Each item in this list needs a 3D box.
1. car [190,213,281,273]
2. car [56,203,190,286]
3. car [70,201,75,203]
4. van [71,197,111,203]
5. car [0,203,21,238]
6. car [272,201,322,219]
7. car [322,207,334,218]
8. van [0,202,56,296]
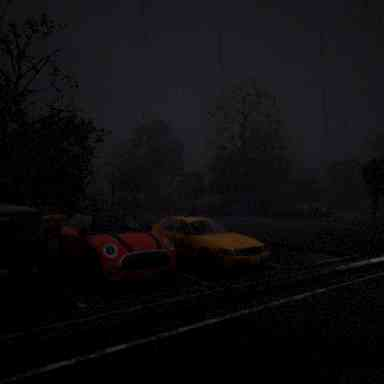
[{"bbox_3d":[0.161,1.499,11.194,1.946,1.575,5.366,1,0,-36],"label":"car"},{"bbox_3d":[-2.332,1.355,9.664,2.185,1.767,4.553,1,0,-36],"label":"car"},{"bbox_3d":[-8.968,1.485,20.193,1.946,1.575,5.366,1,0,-36],"label":"car"},{"bbox_3d":[-6.523,1.282,21.582,1.878,1.987,4.442,1,0,-36],"label":"van"},{"bbox_3d":[-11.127,1.472,18.638,1.946,1.575,5.366,0,0,-36],"label":"car"},{"bbox_3d":[10.293,1.916,33.804,2.002,1.452,4.674,2,-1,-36],"label":"car"},{"bbox_3d":[12.842,1.826,35.696,2.185,1.767,4.553,2,-1,-35],"label":"car"},{"bbox_3d":[-4.846,1.245,7.957,1.878,1.987,4.442,0,0,-36],"label":"van"}]
